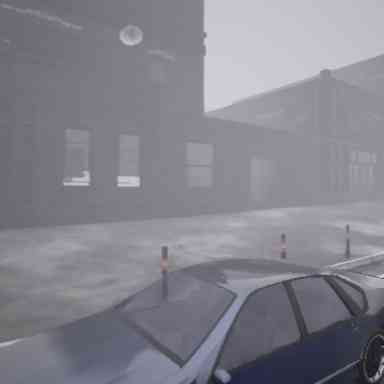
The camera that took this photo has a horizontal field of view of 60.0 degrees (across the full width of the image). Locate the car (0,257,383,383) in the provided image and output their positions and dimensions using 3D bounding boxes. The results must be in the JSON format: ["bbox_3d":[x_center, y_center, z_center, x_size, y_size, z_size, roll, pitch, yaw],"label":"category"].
[{"bbox_3d":[0.497,1.541,3.730,5.357,1.411,2.033,0,0,-35],"label":"car"}]
